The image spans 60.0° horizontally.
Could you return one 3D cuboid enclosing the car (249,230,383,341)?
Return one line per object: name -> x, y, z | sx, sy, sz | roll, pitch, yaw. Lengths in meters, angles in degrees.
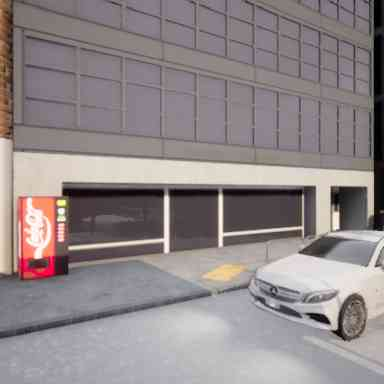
car -> 3.266, 1.522, 6.577 | 4.674, 1.442, 1.812 | 0, 0, -32
